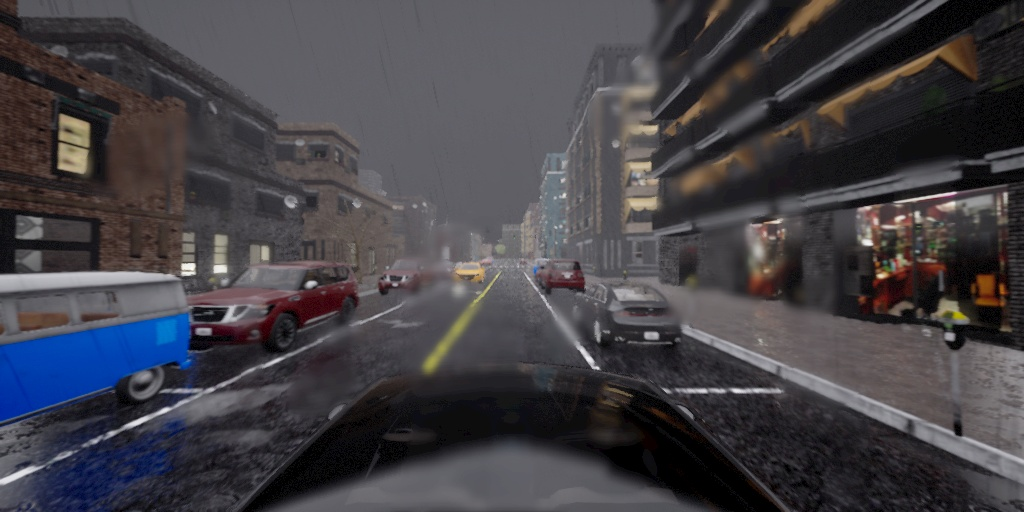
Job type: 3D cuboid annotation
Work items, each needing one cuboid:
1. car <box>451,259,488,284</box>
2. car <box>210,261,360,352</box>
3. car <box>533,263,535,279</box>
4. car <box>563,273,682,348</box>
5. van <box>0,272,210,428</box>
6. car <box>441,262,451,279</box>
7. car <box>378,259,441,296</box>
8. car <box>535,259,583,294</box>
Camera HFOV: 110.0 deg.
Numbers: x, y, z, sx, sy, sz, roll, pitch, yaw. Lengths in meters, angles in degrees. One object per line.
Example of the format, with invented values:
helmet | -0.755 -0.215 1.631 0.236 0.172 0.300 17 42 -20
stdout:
car | -3.098 1.255 27.200 1.882 1.535 5.008 0 0 0
car | -5.689 1.073 9.120 2.192 1.841 5.009 0 0 0
car | 2.690 1.216 25.335 1.967 1.591 4.097 0 0 0
car | 2.692 1.309 9.113 2.007 1.370 4.403 0 0 0
van | -5.689 1.093 3.713 1.690 1.789 3.998 0 0 0
car | -5.690 1.222 30.749 1.967 1.591 4.097 0 0 0
car | -5.690 1.085 19.934 2.192 1.841 5.009 0 0 0
car | 2.691 1.085 19.928 2.192 1.841 5.009 0 0 0
